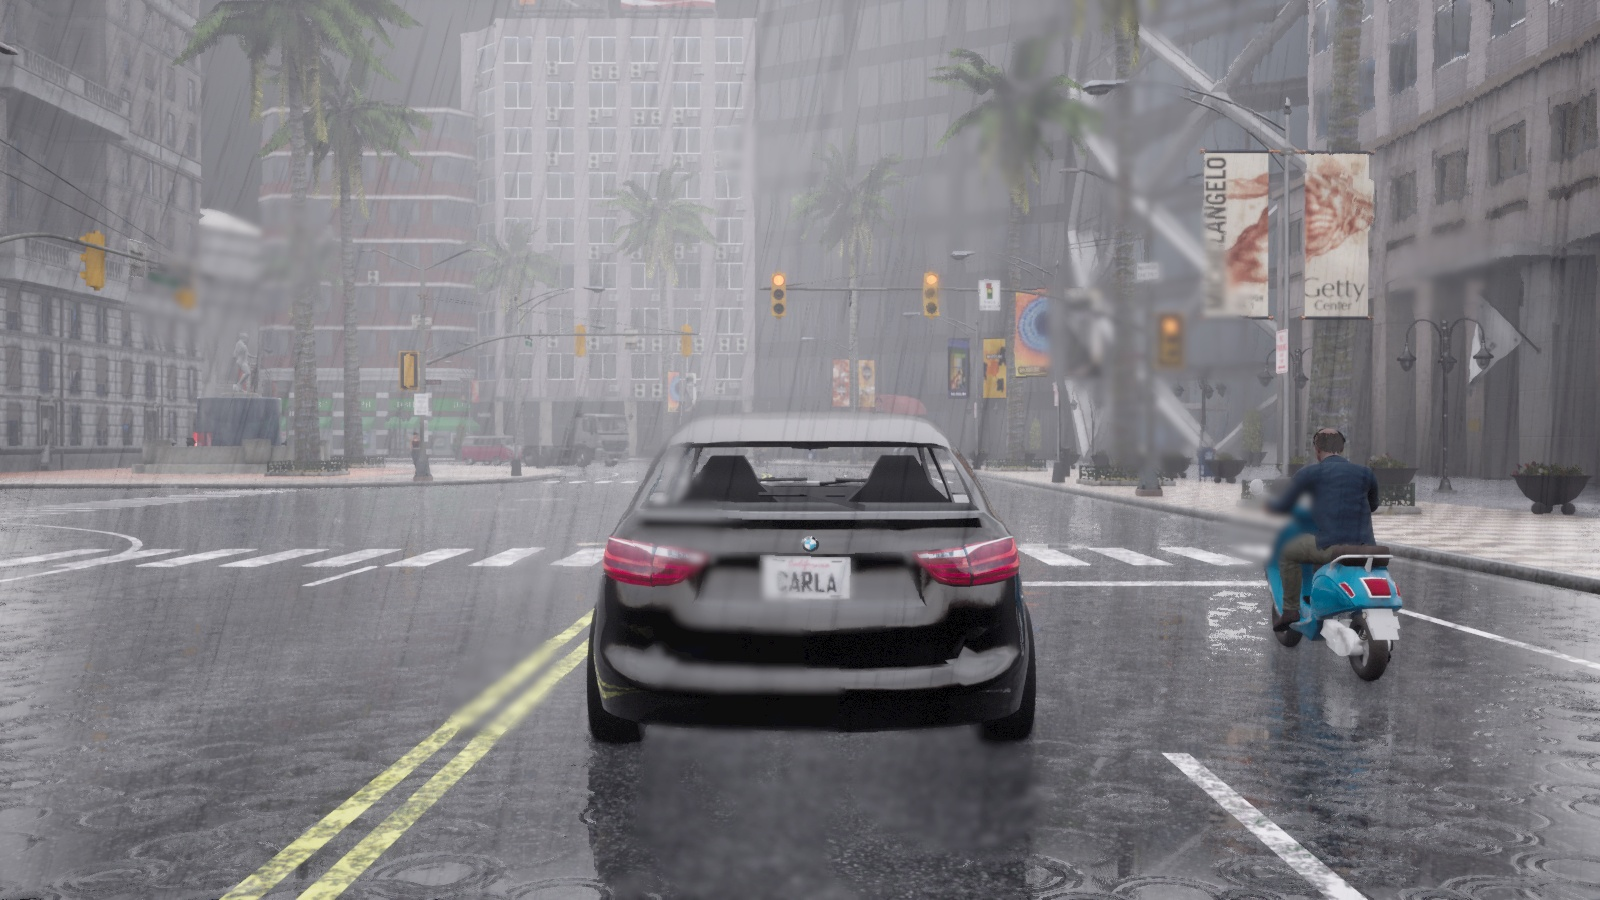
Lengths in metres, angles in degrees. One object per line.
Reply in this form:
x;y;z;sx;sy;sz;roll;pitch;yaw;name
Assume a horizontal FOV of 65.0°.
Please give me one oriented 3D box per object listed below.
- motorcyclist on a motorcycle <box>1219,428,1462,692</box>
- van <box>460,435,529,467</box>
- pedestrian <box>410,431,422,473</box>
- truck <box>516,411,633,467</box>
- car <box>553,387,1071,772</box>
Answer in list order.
3.552;0.655;8.461;0.866;1.590;1.817;0;0;1;motorcyclist on a motorcycle
-19.586;0.030;80.347;4.442;1.987;1.775;0;0;34;van
-17.016;0.076;55.599;0.345;1.836;0.594;0;0;-1;pedestrian
-14.567;-0.704;80.882;7.936;3.462;2.891;0;0;39;truck
0.062;0.547;7.745;2.242;1.667;4.611;0;0;0;car
